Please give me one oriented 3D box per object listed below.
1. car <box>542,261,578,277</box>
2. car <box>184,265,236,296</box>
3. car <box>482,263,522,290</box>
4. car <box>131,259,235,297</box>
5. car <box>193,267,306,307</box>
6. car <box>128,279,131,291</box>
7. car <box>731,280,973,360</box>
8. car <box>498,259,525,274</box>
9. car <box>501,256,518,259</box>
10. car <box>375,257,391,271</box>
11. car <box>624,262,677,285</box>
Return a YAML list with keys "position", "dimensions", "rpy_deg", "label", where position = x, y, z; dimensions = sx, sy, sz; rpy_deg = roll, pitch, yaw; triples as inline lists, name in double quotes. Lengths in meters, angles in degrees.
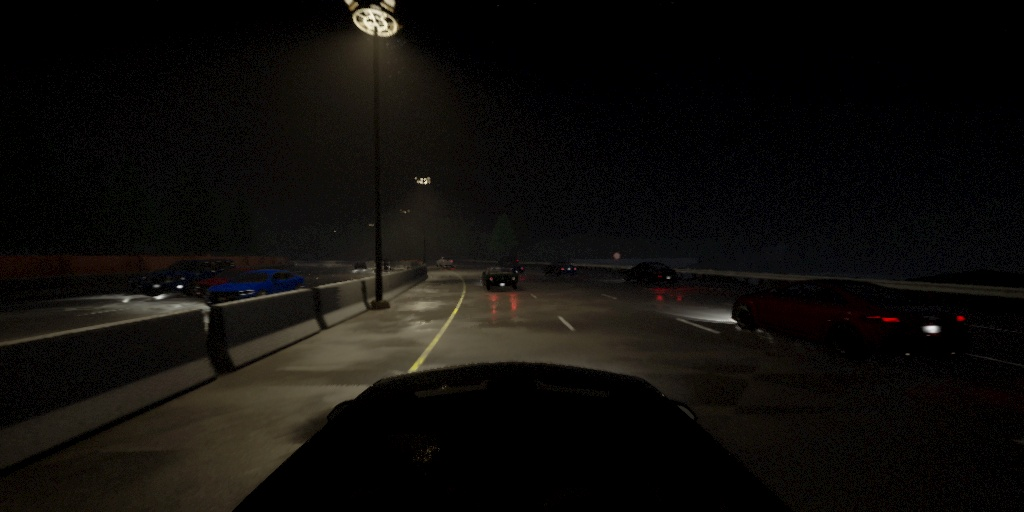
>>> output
- position: [4.577, 1.231, 34.885]
  dimensions: [2.033, 1.411, 5.357]
  rpy_deg: [-1, 0, -14]
  label: "car"
- position: [-15.194, 1.428, 20.065]
  dimensions: [1.882, 1.535, 5.008]
  rpy_deg: [-1, 0, -7]
  label: "car"
- position: [-0.878, 1.359, 22.878]
  dimensions: [1.895, 1.301, 4.718]
  rpy_deg: [-1, 0, -8]
  label: "car"
- position: [-18.867, 1.222, 21.426]
  dimensions: [2.150, 2.045, 5.566]
  rpy_deg: [-1, 0, -7]
  label: "car"
- position: [-11.270, 1.376, 16.169]
  dimensions: [1.882, 1.535, 5.008]
  rpy_deg: [-1, 0, -5]
  label: "car"
- position: [-22.778, 1.529, 24.036]
  dimensions: [1.882, 1.535, 5.008]
  rpy_deg: [-1, 0, -9]
  label: "car"
- position: [7.056, 1.219, 8.113]
  dimensions: [1.994, 1.385, 4.181]
  rpy_deg: [-1, 0, -3]
  label: "car"
- position: [-0.104, 1.347, 39.621]
  dimensions: [1.895, 1.301, 4.718]
  rpy_deg: [-1, 0, -14]
  label: "car"
- position: [-0.639, 0.971, 65.033]
  dimensions: [2.150, 2.045, 5.566]
  rpy_deg: [0, 0, -22]
  label: "car"
- position: [-20.093, 1.237, 55.930]
  dimensions: [2.150, 2.045, 5.566]
  rpy_deg: [-1, 0, -19]
  label: "car"
- position: [9.289, 1.148, 24.305]
  dimensions: [1.812, 1.442, 4.674]
  rpy_deg: [0, 0, -8]
  label: "car"
